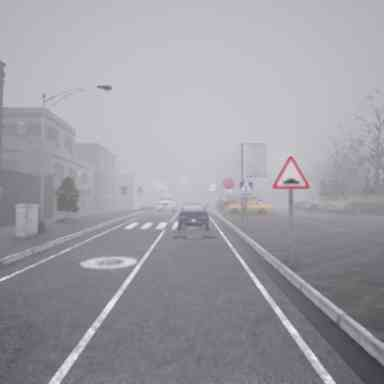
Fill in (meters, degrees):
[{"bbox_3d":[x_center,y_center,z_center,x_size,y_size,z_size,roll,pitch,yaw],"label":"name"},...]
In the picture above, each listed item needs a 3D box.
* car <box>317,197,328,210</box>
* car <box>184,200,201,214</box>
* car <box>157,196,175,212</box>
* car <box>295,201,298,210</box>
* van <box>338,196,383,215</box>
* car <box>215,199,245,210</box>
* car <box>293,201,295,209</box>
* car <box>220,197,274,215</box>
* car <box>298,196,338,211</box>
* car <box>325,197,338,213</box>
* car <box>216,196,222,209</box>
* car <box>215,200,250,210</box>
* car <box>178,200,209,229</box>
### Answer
[{"bbox_3d":[18.704,1.725,40.910,5.366,1.575,1.946,0,-1,0],"label":"car"},{"bbox_3d":[0.071,1.728,39.591,1.837,1.490,4.892,0,-1,0],"label":"car"},{"bbox_3d":[-3.380,1.558,44.167,2.150,2.045,5.566,0,-2,0],"label":"car"},{"bbox_3d":[18.434,1.950,49.415,4.892,1.521,2.231,0,-2,-1],"label":"car"},{"bbox_3d":[18.444,1.397,35.458,4.442,1.987,1.878,0,-1,0],"label":"van"},{"bbox_3d":[6.145,1.967,54.104,4.553,1.767,2.185,0,-2,-1],"label":"car"},{"bbox_3d":[18.379,1.780,52.090,5.566,2.045,2.435,0,-2,-1],"label":"car"},{"bbox_3d":[6.103,1.627,36.007,5.366,1.575,1.946,0,-1,0],"label":"car"},{"bbox_3d":[18.446,1.615,46.630,5.566,2.045,2.435,0,-2,-1],"label":"car"},{"bbox_3d":[18.724,1.671,38.250,5.366,1.575,1.946,0,-1,0],"label":"car"},{"bbox_3d":[6.216,1.656,48.158,5.566,2.045,2.435,0,-2,-1],"label":"car"},{"bbox_3d":[6.156,1.998,51.066,5.008,1.535,2.097,0,-2,-1],"label":"car"},{"bbox_3d":[0.099,1.496,21.592,1.882,1.535,5.008,0,0,0],"label":"car"}]
